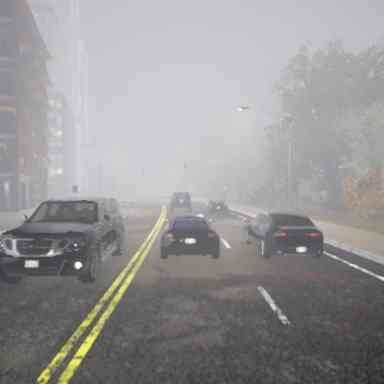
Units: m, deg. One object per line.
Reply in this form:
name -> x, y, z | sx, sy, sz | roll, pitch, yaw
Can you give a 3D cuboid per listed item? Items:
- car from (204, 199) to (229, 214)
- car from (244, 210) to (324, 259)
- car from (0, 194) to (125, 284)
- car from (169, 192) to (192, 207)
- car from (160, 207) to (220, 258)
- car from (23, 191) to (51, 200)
car -> 2.251, 1.333, 31.838 | 1.994, 1.385, 4.181 | 0, 0, -4
car -> 3.155, 1.417, 12.203 | 1.837, 1.490, 4.892 | 0, 1, -1
car -> -3.426, 1.162, 9.793 | 2.150, 2.045, 5.566 | 0, 0, -1
car -> -1.195, 0.974, 34.761 | 2.150, 2.045, 5.566 | 0, 0, -4
car -> -0.102, 1.479, 12.355 | 1.994, 1.385, 4.181 | 0, 0, -2
car -> -27.771, 0.676, 59.711 | 4.097, 1.590, 1.967 | 1, 0, -14
